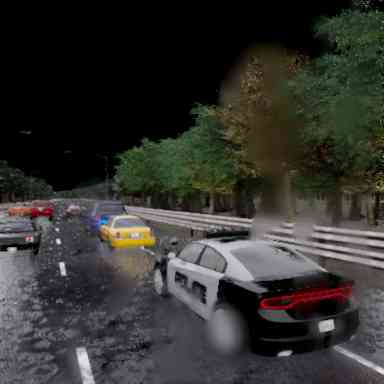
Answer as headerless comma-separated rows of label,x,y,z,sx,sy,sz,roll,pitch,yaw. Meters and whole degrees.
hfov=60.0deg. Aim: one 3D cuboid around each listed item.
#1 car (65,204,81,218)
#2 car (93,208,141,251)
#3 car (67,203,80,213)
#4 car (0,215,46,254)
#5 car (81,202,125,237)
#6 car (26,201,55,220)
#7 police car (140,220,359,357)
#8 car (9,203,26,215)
car,-14.451,2.338,40.951,1.812,1.442,4.674,0,-1,-19
car,-3.277,1.758,15.719,1.801,1.575,5.366,0,-1,-23
car,-18.830,2.577,52.842,1.812,1.442,4.674,0,-1,-19
car,-7.612,1.898,14.542,1.895,1.301,4.718,0,-1,-23
car,-5.497,1.632,21.024,2.150,2.045,5.566,0,-1,-22
car,-16.443,1.958,36.566,2.150,2.045,5.566,0,-1,-21
police car,0.669,1.547,6.613,1.930,1.638,5.238,0,-1,-24
car,-23.232,2.270,44.890,2.097,1.767,4.553,0,-1,-20
